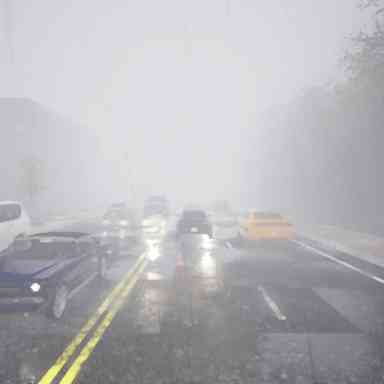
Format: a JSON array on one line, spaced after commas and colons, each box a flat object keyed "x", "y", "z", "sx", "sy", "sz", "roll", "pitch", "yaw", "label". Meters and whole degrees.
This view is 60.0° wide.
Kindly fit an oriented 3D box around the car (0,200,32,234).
[{"x": -6.501, "y": 1.263, "z": 9.118, "sx": 2.150, "sy": 2.045, "sz": 5.566, "roll": 0, "pitch": 0, "yaw": 0, "label": "car"}]

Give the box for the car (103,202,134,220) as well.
[{"x": -6.538, "y": 1.657, "z": 29.918, "sx": 1.812, "sy": 1.442, "sz": 4.674, "roll": 0, "pitch": 0, "yaw": 0, "label": "car"}]

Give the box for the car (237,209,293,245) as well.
[{"x": 3.351, "y": 1.550, "z": 16.103, "sx": 1.882, "sy": 1.535, "sz": 5.008, "roll": 0, "pitch": 0, "yaw": 0, "label": "car"}]

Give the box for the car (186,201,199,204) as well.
[{"x": 0.100, "y": 1.779, "z": 40.713, "sx": 1.895, "sy": 1.301, "sz": 4.718, "roll": 0, "pitch": 0, "yaw": 0, "label": "car"}]

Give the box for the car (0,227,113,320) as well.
[{"x": -3.252, "y": 1.635, "z": 7.523, "sx": 1.895, "sy": 1.301, "sz": 4.718, "roll": 0, "pitch": 0, "yaw": 0, "label": "car"}]

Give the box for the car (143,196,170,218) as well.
[{"x": -3.272, "y": 1.365, "z": 31.634, "sx": 2.150, "sy": 2.045, "sz": 5.566, "roll": 0, "pitch": -1, "yaw": 1, "label": "car"}]

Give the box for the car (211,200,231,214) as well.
[{"x": 3.349, "y": 1.674, "z": 38.310, "sx": 1.837, "sy": 1.490, "sz": 4.892, "roll": 0, "pitch": 0, "yaw": 0, "label": "car"}]

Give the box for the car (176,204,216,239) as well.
[{"x": 0.101, "y": 1.606, "z": 17.896, "sx": 1.812, "sy": 1.442, "sz": 4.674, "roll": 0, "pitch": 0, "yaw": 0, "label": "car"}]
